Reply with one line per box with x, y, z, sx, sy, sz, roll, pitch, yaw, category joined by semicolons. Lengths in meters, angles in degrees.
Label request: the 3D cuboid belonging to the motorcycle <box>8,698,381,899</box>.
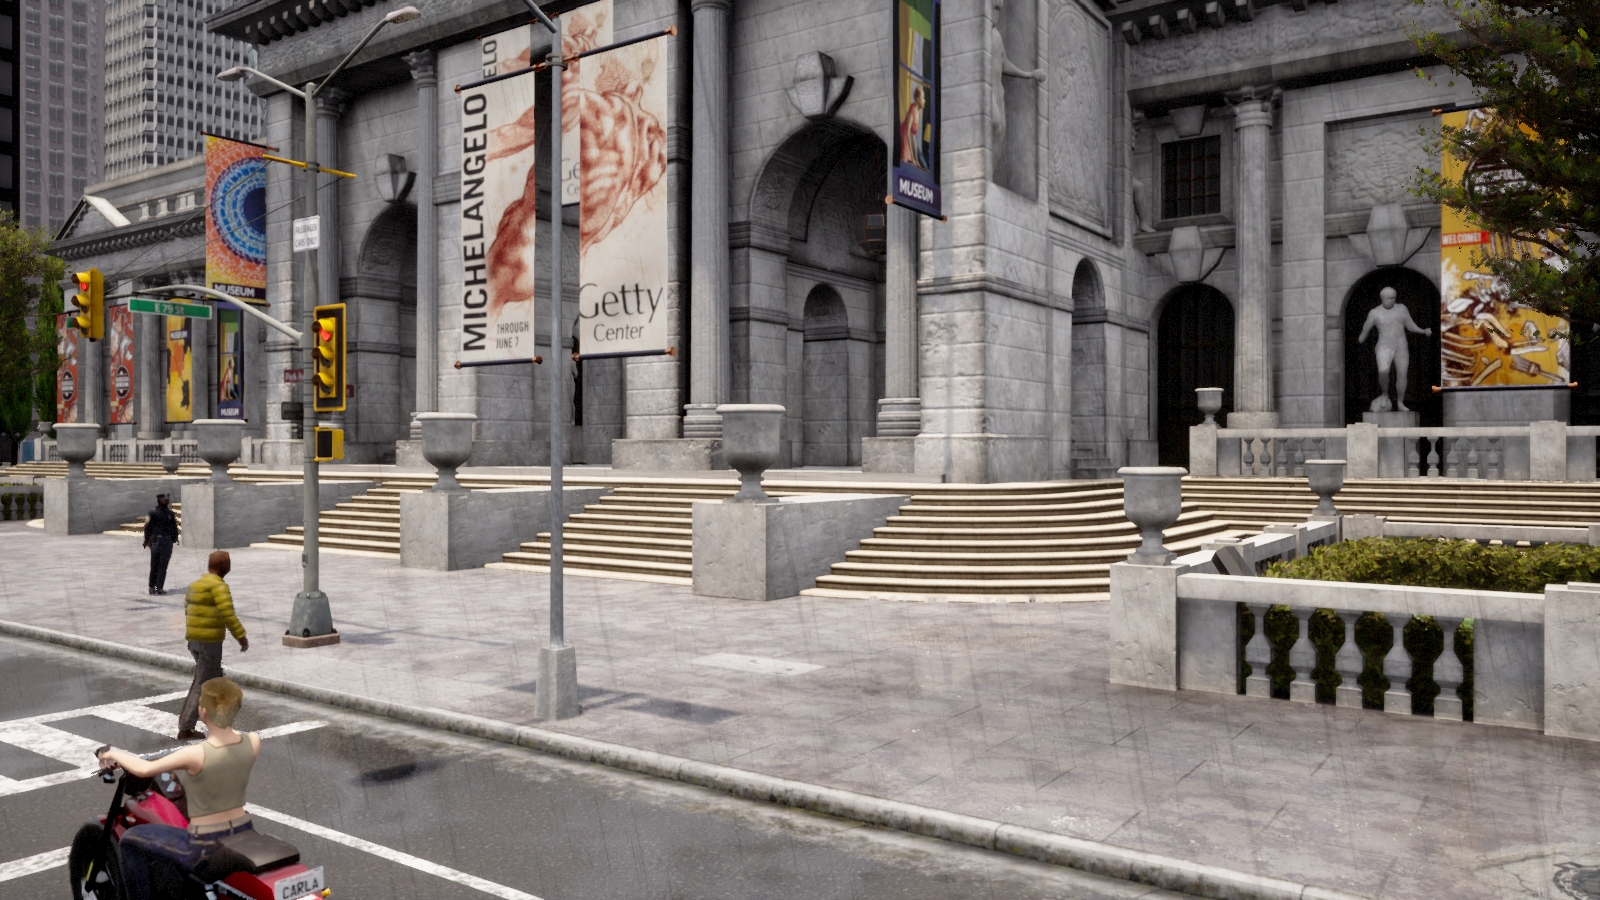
-3.279;2.167;6.074;2.356;1.277;0.764;0;0;35;motorcycle

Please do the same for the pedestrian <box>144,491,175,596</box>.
-11.634;1.688;20.753;0.375;1.860;0.375;0;0;39;pedestrian

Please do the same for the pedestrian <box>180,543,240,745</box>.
-5.689;1.844;11.018;0.375;1.860;0.375;0;0;32;pedestrian
